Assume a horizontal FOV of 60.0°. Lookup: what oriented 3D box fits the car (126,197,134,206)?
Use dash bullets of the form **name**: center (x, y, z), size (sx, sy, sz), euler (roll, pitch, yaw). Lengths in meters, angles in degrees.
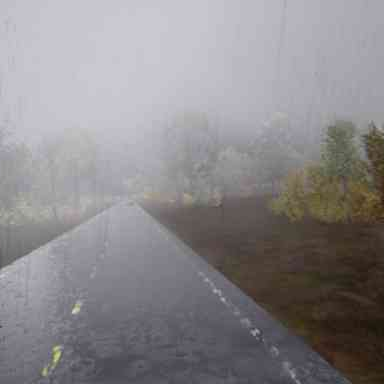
- **car**: center (-15.388, 2.789, 83.145), size (2.033, 1.411, 5.357), euler (-5, 0, -11)
